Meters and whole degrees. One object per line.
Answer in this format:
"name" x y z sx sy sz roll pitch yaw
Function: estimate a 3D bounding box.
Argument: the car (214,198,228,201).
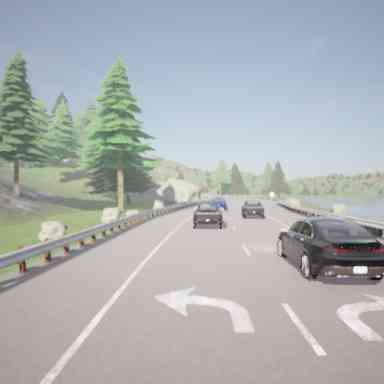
"car" 3.384 1.444 41.364 1.882 1.535 5.008 0 0 9

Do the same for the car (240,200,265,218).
"car" 5.383 1.472 29.836 2.128 1.511 4.902 0 0 6

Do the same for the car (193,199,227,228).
"car" 1.116 1.473 22.113 2.128 1.511 4.902 0 0 5

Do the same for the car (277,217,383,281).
"car" 3.864 1.501 9.883 1.837 1.490 4.892 0 0 2
